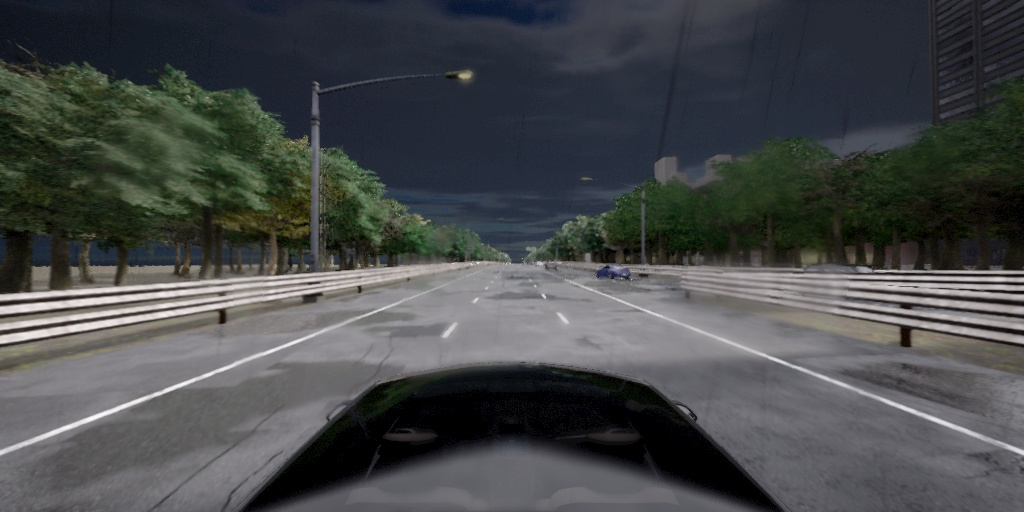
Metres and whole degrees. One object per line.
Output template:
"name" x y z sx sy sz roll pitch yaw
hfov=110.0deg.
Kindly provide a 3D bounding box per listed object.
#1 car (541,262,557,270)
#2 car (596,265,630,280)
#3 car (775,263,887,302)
"car" 6.876 1.765 64.067 2.128 1.511 4.902 0 0 1
"car" 10.030 1.596 35.773 1.812 1.442 4.674 0 0 -12
"car" 15.959 1.228 18.425 2.097 1.767 4.553 1 -2 -22
